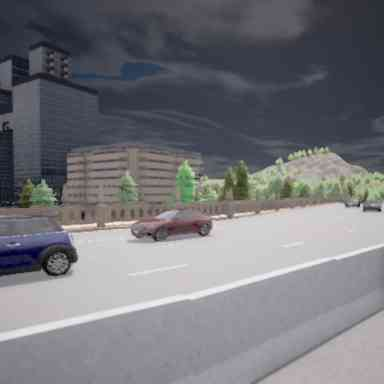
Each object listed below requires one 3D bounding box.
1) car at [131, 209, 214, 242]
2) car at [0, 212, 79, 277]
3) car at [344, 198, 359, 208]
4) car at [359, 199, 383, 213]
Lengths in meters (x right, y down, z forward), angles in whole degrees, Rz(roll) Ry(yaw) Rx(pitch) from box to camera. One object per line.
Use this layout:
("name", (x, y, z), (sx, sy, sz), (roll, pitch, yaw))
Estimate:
("car", (-0.879, 1.603, 17.065), (4.674, 1.442, 1.812), (0, 0, -43))
("car", (-5.507, 1.400, 8.822), (4.553, 1.767, 2.097), (0, 0, -37))
("car", (24.546, 1.669, 50.705), (2.128, 1.511, 4.902), (-1, 0, 33))
("car", (21.741, 1.634, 40.016), (1.837, 1.490, 4.892), (-1, -1, 33))
